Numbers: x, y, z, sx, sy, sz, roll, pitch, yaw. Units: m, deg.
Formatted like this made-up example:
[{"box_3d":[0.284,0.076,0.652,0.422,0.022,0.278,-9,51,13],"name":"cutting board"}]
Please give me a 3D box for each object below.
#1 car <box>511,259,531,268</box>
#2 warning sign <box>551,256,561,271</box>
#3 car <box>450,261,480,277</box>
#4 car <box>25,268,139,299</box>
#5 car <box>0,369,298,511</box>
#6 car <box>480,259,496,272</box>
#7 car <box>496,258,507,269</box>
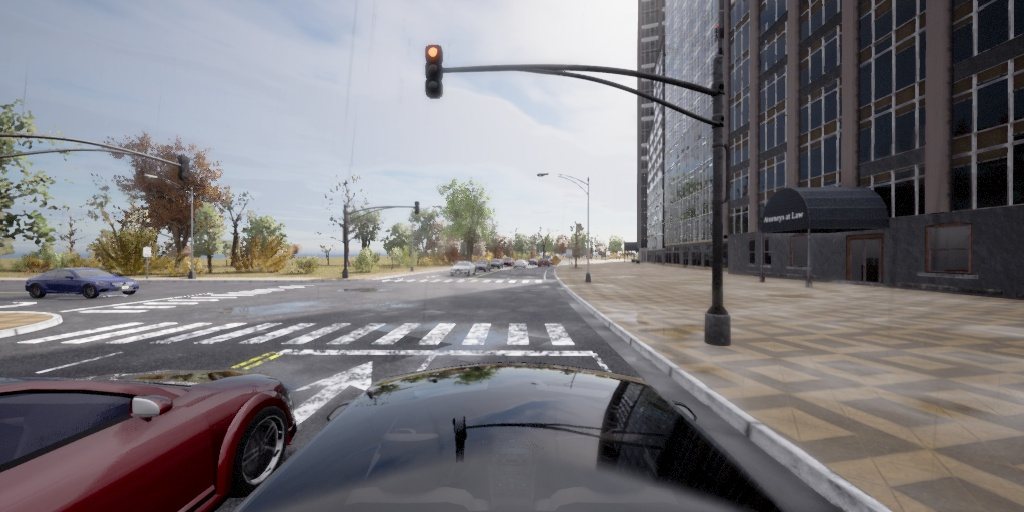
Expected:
[{"box_3d":[1.560,1.281,59.462,1.812,1.442,4.674,0,0,10],"name":"car"},{"box_3d":[5.397,0.868,43.986,1.300,1.860,1.060,0,0,7],"name":"warning sign"},{"box_3d":[-4.879,1.273,36.323,1.812,1.442,4.674,0,0,6],"name":"car"},{"box_3d":[-21.674,1.322,18.105,4.674,1.442,1.812,0,0,4],"name":"car"},{"box_3d":[-3.108,1.314,1.836,1.994,1.385,4.181,0,0,0],"name":"car"},{"box_3d":[-3.848,1.296,45.955,2.033,1.411,5.357,0,0,6],"name":"car"},{"box_3d":[-2.474,1.256,55.907,1.837,1.490,4.892,0,0,9],"name":"car"}]
